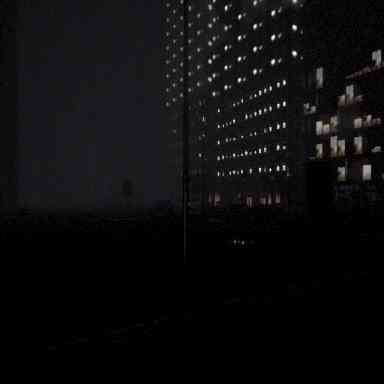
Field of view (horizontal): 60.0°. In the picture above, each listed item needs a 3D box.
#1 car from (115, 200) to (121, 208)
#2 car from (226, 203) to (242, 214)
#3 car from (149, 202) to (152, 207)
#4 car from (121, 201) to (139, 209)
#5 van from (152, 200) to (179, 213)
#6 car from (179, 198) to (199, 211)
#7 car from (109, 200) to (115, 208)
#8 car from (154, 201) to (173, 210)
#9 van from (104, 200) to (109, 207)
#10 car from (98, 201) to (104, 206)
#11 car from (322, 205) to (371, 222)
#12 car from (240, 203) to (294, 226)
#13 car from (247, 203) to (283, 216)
[{"bbox_3d":[-13.522,2.602,66.259,1.752,1.417,4.829,-1,-1,-26],"label":"car"},{"bbox_3d":[6.217,2.168,44.766,1.947,1.339,4.313,-1,-1,-26],"label":"car"},{"bbox_3d":[-8.509,2.808,75.128,1.802,1.307,4.206,-1,-1,-26],"label":"car"},{"bbox_3d":[-11.141,2.525,61.351,2.008,1.369,4.403,-1,-1,-26],"label":"car"},{"bbox_3d":[-3.782,2.005,46.173,1.690,1.788,3.998,-1,-1,-26],"label":"van"},{"bbox_3d":[-0.768,2.003,53.109,2.150,2.045,5.566,0,-1,-25],"label":"car"},{"bbox_3d":[-16.050,2.731,71.472,1.887,1.381,4.507,-1,-1,-26],"label":"car"},{"bbox_3d":[-5.416,2.454,62.613,1.882,1.535,5.008,0,-1,-26],"label":"car"},{"bbox_3d":[-18.508,2.634,76.534,1.690,1.788,3.998,-1,-1,-26],"label":"van"},{"bbox_3d":[-23.412,3.053,86.652,1.887,1.381,4.507,-1,-1,-26],"label":"car"},{"bbox_3d":[13.580,1.854,29.584,2.008,1.369,4.403,-1,-1,-26],"label":"car"},{"bbox_3d":[6.040,1.813,25.927,2.008,1.369,4.403,-1,-1,-26],"label":"car"},{"bbox_3d":[8.671,2.068,39.705,1.947,1.339,4.313,-1,-1,-26],"label":"car"}]
